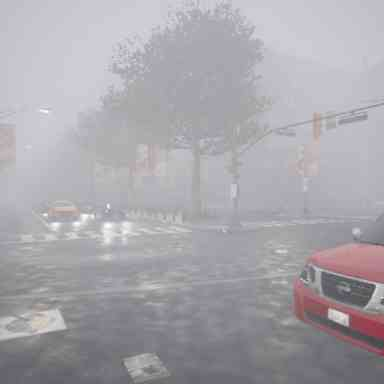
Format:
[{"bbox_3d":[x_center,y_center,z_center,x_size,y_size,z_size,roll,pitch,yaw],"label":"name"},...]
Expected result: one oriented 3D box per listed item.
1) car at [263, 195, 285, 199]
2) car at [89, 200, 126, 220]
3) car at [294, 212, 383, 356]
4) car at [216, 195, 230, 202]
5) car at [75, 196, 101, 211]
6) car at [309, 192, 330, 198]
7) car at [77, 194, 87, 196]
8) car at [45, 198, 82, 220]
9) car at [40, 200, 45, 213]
[{"bbox_3d":[15.447,1.320,60.053,2.002,1.452,4.674,0,0,-29],"label":"car"},{"bbox_3d":[-7.119,1.601,28.346,1.895,1.301,4.718,0,0,-29],"label":"car"},{"bbox_3d":[4.286,1.228,5.549,5.566,2.045,2.150,0,0,-29],"label":"car"},{"bbox_3d":[5.951,1.413,68.747,2.161,1.482,4.786,0,0,-29],"label":"car"},{"bbox_3d":[-12.081,1.491,37.422,2.128,1.511,4.902,0,0,-29],"label":"car"},{"bbox_3d":[32.109,1.028,83.643,2.435,2.045,5.566,0,0,-29],"label":"car"},{"bbox_3d":[-27.410,1.273,82.069,2.097,1.767,4.553,0,0,-29],"label":"car"},{"bbox_3d":[-10.983,1.478,28.115,1.882,1.535,5.008,0,0,-29],"label":"car"},{"bbox_3d":[-16.013,1.547,37.331,2.033,1.411,5.357,0,0,-28],"label":"car"}]
